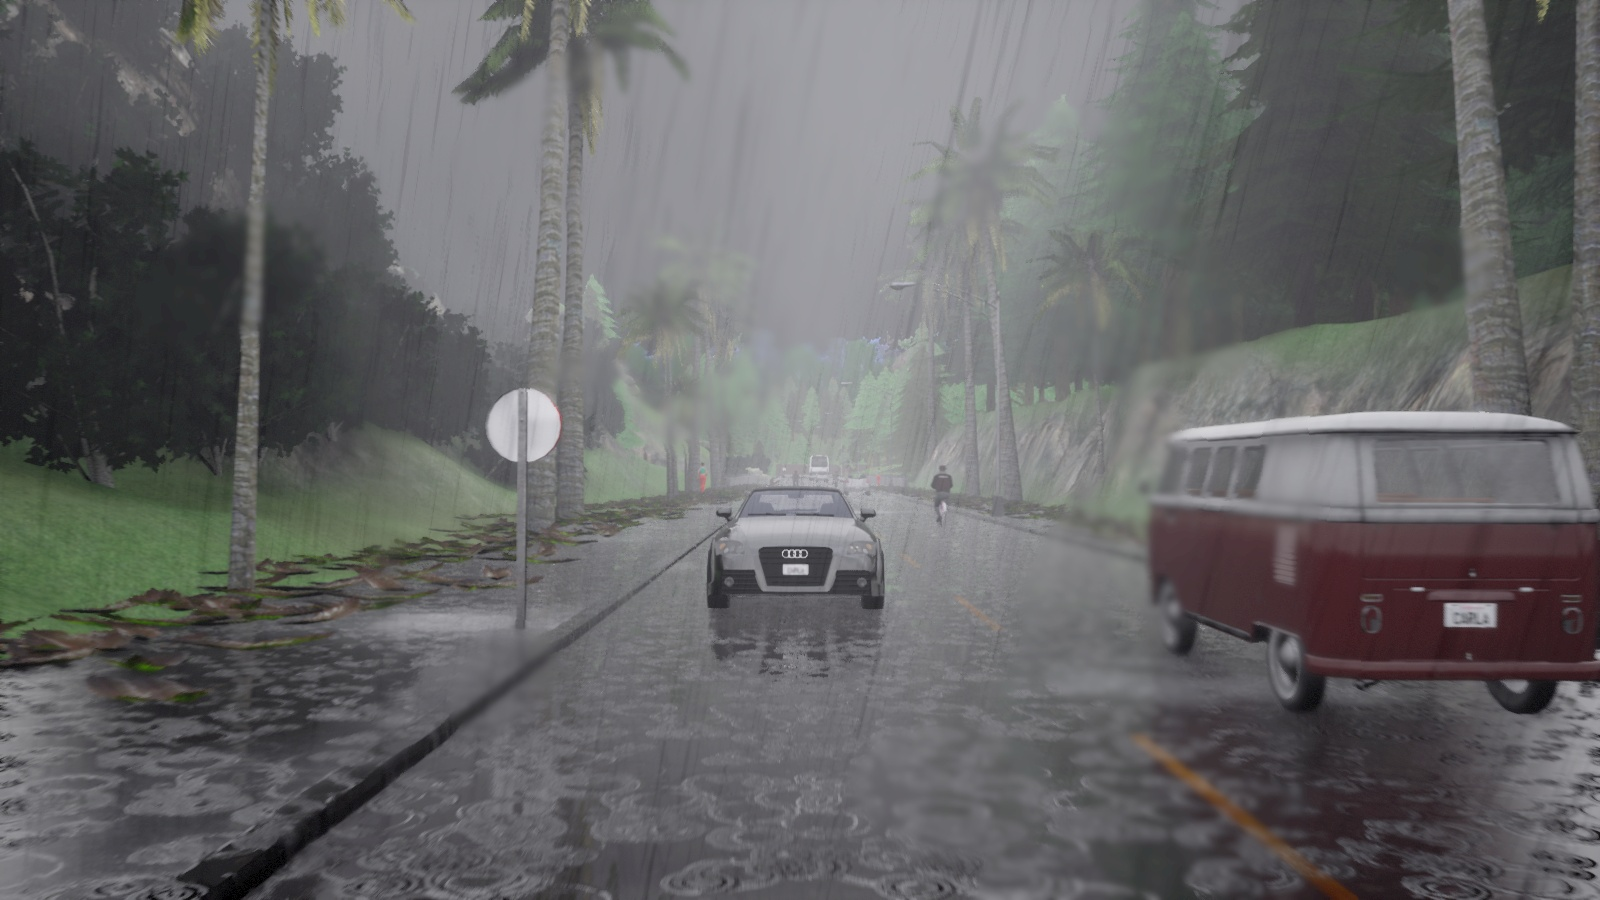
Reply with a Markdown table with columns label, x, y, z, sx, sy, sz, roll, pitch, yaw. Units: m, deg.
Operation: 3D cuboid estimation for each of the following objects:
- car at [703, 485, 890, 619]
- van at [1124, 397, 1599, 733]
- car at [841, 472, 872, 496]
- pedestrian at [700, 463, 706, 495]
| label | x | y | z | sx | sy | sz | roll | pitch | yaw |
| --- | --- | --- | --- | --- | --- | --- | --- | --- | --- |
| car | -0.040 | 1.145 | 15.524 | 1.994 | 1.385 | 4.181 | 0 | -1 | 0 |
| van | 3.974 | 0.718 | 9.692 | 1.775 | 1.987 | 4.442 | 0 | -1 | 0 |
| car | 3.739 | 2.240 | 83.588 | 1.845 | 1.501 | 3.633 | 0 | -1 | 0 |
| pedestrian | -5.569 | 1.647 | 72.079 | 0.345 | 1.836 | 0.594 | 0 | -1 | 0 |
